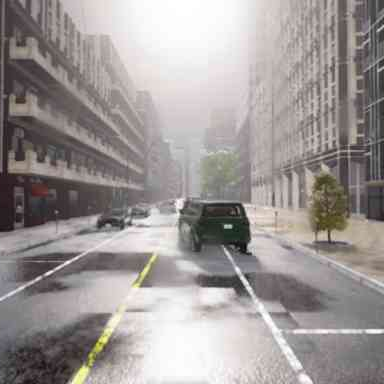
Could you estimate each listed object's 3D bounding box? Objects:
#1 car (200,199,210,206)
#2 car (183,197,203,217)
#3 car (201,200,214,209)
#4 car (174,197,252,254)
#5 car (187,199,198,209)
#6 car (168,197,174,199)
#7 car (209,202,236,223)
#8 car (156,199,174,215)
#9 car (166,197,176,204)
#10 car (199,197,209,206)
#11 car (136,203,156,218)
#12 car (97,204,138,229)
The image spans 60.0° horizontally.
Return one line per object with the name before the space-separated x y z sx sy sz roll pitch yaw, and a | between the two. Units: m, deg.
car | 2.585 2.190 68.375 1.887 1.381 4.507 1 -1 0
car | 0.102 1.571 37.426 2.150 2.045 5.566 0 0 0
car | 2.582 2.087 57.073 2.008 1.369 4.403 1 -1 0
car | 0.778 1.356 14.503 2.150 2.045 5.566 0 -1 -11
car | 0.105 2.042 57.080 1.837 1.490 4.892 0 0 0
car | -5.433 2.323 79.752 1.947 1.339 4.313 1 -1 0
car | 2.580 1.708 28.813 1.967 1.590 4.097 1 -1 0
car | -2.841 1.894 39.537 1.812 1.442 4.674 0 -1 0
car | -5.429 2.128 85.401 2.192 1.841 5.009 1 -1 0
car | 2.623 2.016 74.030 2.192 1.841 5.009 1 -1 0
car | -5.275 1.872 34.582 2.008 1.369 4.403 1 -1 0
car | -5.312 1.782 23.289 1.947 1.339 4.313 1 -1 0
